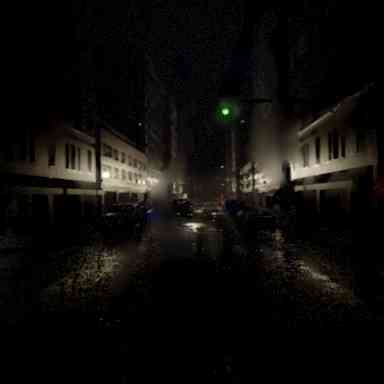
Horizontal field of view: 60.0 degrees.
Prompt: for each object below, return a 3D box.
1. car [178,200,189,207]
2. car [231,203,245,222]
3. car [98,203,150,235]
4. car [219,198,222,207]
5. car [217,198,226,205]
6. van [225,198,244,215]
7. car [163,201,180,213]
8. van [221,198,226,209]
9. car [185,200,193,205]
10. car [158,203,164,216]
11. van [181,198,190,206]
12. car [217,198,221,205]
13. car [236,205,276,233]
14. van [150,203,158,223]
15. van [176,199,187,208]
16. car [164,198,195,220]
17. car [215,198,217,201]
[{"bbox_3d":[-1.717,2.488,70.859,2.008,1.369,4.403,-1,-1,3],"label":"car"},{"bbox_3d":[4.402,1.839,26.454,1.947,1.339,4.313,-1,-1,3],"label":"car"},{"bbox_3d":[-4.414,1.658,21.427,2.192,1.841,5.009,-1,-1,3],"label":"car"},{"bbox_3d":[6.197,2.252,59.411,1.802,1.307,4.206,-1,-1,3],"label":"car"},{"bbox_3d":[7.690,2.444,86.877,1.967,1.590,4.097,-1,-1,3],"label":"car"},{"bbox_3d":[4.996,1.747,37.443,1.690,1.788,3.998,-1,-1,3],"label":"van"},{"bbox_3d":[-2.916,2.113,48.890,1.967,1.590,4.097,-1,-1,3],"label":"car"},{"bbox_3d":[5.594,1.879,48.429,1.690,1.788,3.998,-1,-1,3],"label":"van"},{"bbox_3d":[-0.819,2.721,87.337,1.802,1.307,4.206,-1,-1,3],"label":"car"},{"bbox_3d":[-3.514,1.981,37.904,1.967,1.590,4.097,-1,-1,3],"label":"car"},{"bbox_3d":[-1.422,2.346,76.355,1.690,1.788,3.998,-1,-1,3],"label":"van"},{"bbox_3d":[6.795,2.384,70.396,1.802,1.307,4.206,-1,-1,3],"label":"car"},{"bbox_3d":[4.102,1.752,20.962,1.887,1.381,4.507,-1,-1,3],"label":"car"},{"bbox_3d":[-4.114,1.750,26.919,1.690,1.788,3.998,-1,-1,3],"label":"van"},{"bbox_3d":[-2.020,2.212,65.370,1.690,1.788,3.998,-1,-1,3],"label":"van"},{"bbox_3d":[-1.085,1.694,33.472,2.150,2.045,5.566,-1,-1,3],"label":"car"},{"bbox_3d":[7.090,2.184,75.893,2.192,1.841,5.009,-1,-1,3],"label":"car"}]
